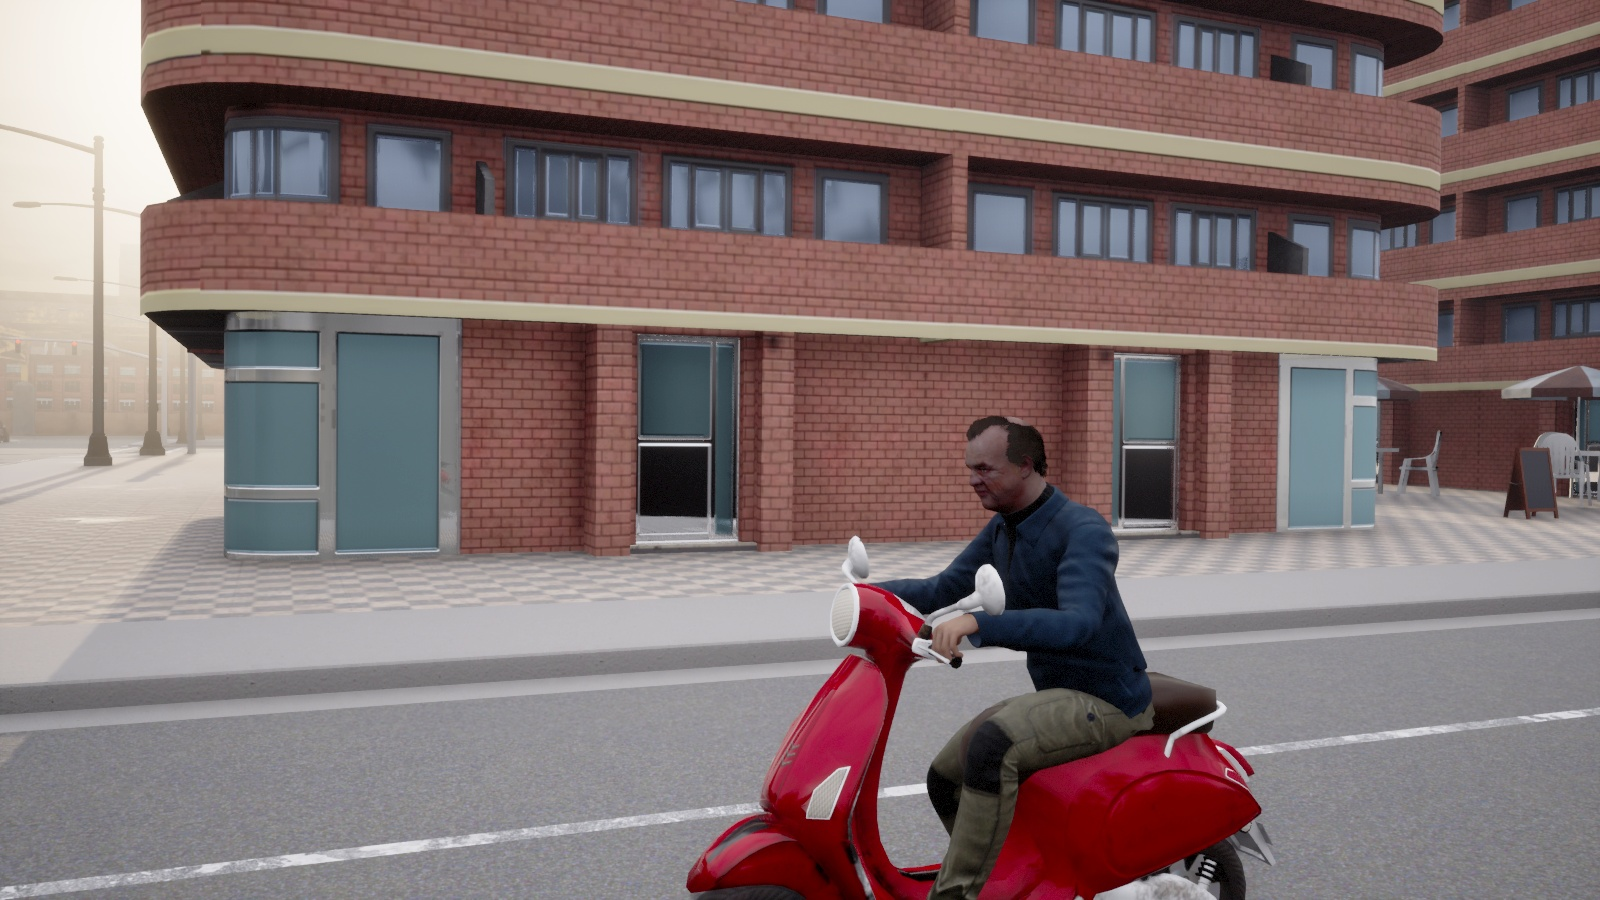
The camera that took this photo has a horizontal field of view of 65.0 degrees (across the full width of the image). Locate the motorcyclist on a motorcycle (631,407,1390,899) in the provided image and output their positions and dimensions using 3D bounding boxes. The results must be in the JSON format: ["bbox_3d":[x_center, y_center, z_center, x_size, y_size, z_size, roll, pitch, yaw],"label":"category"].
[{"bbox_3d":[0.546,0.691,3.382,1.817,1.590,0.866,-1,1,-21],"label":"motorcyclist on a motorcycle"}]

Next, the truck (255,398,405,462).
[{"bbox_3d":[-27.304,-1.214,73.036,7.936,3.462,2.891,-2,1,-23],"label":"truck"}]
